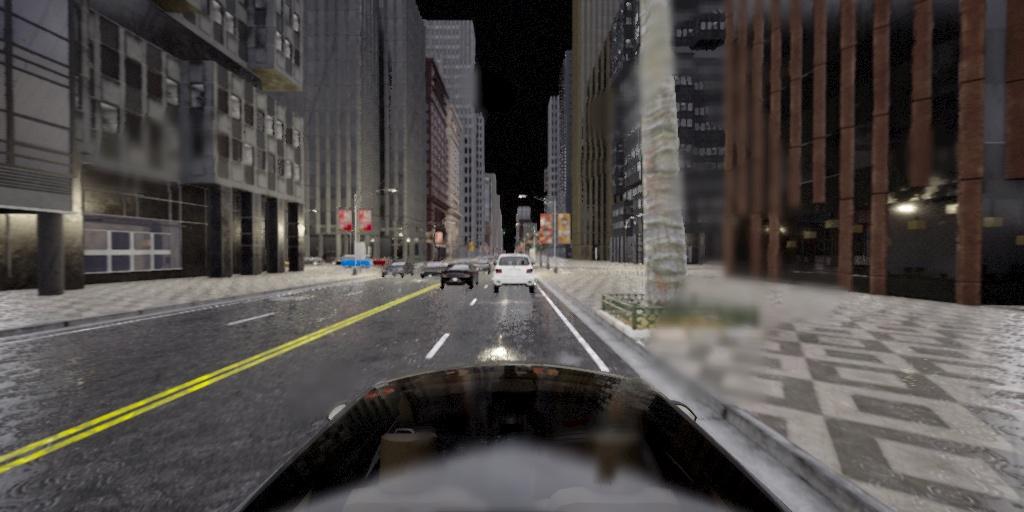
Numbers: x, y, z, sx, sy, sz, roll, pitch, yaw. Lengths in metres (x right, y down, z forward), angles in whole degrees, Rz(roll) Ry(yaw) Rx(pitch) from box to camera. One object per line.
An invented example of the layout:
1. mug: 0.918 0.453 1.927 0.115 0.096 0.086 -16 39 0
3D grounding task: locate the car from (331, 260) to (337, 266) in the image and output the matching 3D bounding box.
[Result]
1. car: -26.285 0.880 56.654 4.313 1.339 1.948 0 0 0

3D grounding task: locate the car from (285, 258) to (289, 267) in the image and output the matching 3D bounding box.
1. car: -31.767 0.885 48.145 4.829 1.417 1.751 0 0 0

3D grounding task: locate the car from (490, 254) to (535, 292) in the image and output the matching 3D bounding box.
1. car: 0.100 0.896 20.605 2.150 2.045 5.566 0 0 0

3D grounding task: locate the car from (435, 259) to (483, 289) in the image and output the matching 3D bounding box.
1. car: -3.150 1.144 22.312 1.882 1.535 5.008 0 0 0

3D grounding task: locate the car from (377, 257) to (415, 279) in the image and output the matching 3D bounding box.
1. car: -9.751 1.077 31.120 1.812 1.442 4.674 0 0 0

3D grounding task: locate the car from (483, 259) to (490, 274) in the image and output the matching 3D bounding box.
1. car: -3.211 1.098 38.673 2.128 1.511 4.902 0 0 -2

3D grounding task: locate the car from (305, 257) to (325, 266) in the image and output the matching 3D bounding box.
1. car: -31.911 0.814 56.671 4.403 1.370 2.007 0 0 0

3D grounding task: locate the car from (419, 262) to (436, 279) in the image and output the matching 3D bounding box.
1. car: -6.501 1.185 31.120 2.033 1.411 5.357 0 0 0

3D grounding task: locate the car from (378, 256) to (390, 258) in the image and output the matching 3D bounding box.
1. car: -20.662 0.804 56.636 4.097 1.591 1.967 0 0 0

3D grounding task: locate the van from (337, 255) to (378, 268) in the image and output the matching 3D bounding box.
1. van: -20.689 0.801 48.111 3.998 1.789 1.690 0 0 0
